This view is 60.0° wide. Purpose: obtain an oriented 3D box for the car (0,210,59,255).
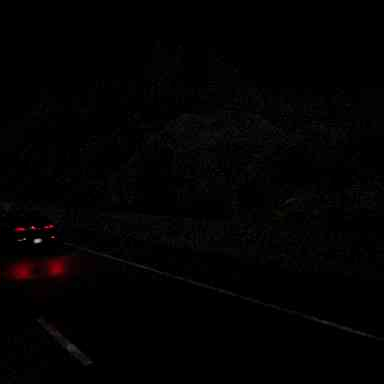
[{"bbox_3d":[-6.970,1.497,13.435,2.128,1.511,4.902,-1,1,-41],"label":"car"}]
